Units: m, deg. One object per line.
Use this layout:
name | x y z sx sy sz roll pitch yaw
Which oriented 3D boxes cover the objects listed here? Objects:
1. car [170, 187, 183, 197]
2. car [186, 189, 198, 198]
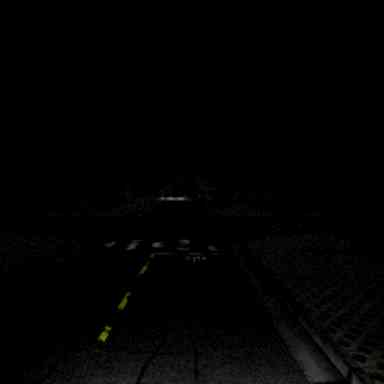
car | -2.705 -0.023 57.561 2.097 1.767 4.553 0 2 0
car | 0.045 0.196 57.381 1.994 1.385 4.181 0 2 0
